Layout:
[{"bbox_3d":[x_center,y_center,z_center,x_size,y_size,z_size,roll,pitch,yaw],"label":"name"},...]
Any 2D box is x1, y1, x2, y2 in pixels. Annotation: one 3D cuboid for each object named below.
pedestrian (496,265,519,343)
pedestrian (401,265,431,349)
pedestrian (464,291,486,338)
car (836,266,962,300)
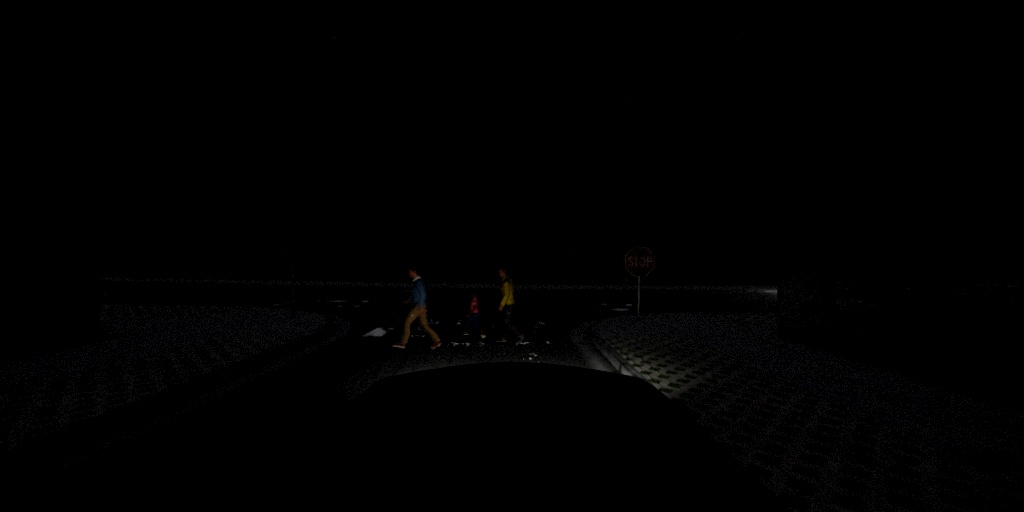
[{"bbox_3d":[-0.101,1.039,8.114,0.375,1.860,0.375,-1,1,0],"label":"pedestrian"},{"bbox_3d":[-2.009,1.039,7.513,0.375,1.860,0.375,-1,1,0],"label":"pedestrian"},{"bbox_3d":[-0.900,1.039,8.713,0.375,1.860,0.375,-1,1,0],"label":"pedestrian"},{"bbox_3d":[18.494,1.262,17.274,4.892,1.490,1.837,-1,1,0],"label":"car"}]
